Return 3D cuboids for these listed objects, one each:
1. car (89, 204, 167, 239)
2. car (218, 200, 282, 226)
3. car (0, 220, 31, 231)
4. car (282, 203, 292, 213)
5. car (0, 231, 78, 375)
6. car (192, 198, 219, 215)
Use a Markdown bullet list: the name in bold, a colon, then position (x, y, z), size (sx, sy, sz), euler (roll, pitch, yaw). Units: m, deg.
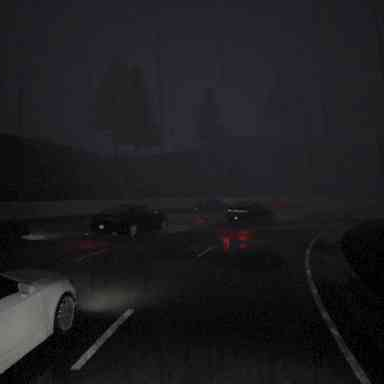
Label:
- **car**: position (-2.969, 1.349, 16.662), size (1.882, 1.535, 5.008), euler (0, 0, 22)
- **car**: position (3.994, 1.375, 22.244), size (2.128, 1.511, 4.902), euler (0, 0, 33)
- **car**: position (-8.569, 1.409, 12.242), size (2.033, 1.411, 5.357), euler (0, 0, 16)
- **car**: position (7.778, 1.445, 32.282), size (4.718, 1.301, 1.895), euler (0, 0, -44)
- **car**: position (-2.938, 1.482, 3.558), size (1.812, 1.442, 4.674), euler (0, 0, 6)
- **car**: position (1.852, 1.335, 31.330), size (1.812, 1.442, 4.674), euler (1, 0, 40)
